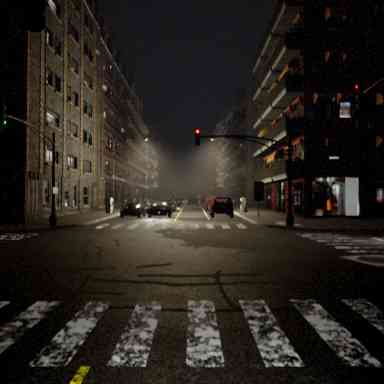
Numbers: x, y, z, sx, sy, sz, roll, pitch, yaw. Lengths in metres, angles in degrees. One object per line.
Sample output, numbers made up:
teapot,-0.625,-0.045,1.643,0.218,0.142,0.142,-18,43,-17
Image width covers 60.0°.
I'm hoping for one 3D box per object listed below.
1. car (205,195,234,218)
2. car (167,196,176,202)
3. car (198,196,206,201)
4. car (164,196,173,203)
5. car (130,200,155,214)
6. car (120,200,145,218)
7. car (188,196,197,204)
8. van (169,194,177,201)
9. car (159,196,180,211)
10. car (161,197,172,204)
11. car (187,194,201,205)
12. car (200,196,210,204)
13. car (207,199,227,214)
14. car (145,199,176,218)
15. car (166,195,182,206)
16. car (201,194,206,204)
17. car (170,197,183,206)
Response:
car,2.621,1.325,30.165,2.192,1.841,5.009,1,0,0
car,-5.203,1.760,85.752,2.008,1.369,4.403,1,0,0
car,2.684,1.809,91.338,1.947,1.339,4.313,1,0,0
car,-5.215,1.667,74.453,1.752,1.417,4.829,1,0,0
car,-5.257,1.579,35.689,1.947,1.339,4.313,1,0,0
car,-5.264,1.576,30.128,1.947,1.339,4.313,1,0,0
car,0.154,1.597,70.349,1.882,1.535,5.008,0,0,0
van,-5.193,1.584,91.317,1.690,1.788,3.998,1,0,0
car,-2.786,1.521,39.273,1.837,1.490,4.892,0,0,0
car,-5.222,1.663,69.061,2.008,1.369,4.403,1,0,0
car,0.175,1.547,59.909,1.882,1.535,5.008,0,0,0
car,2.660,1.553,69.087,1.967,1.590,4.097,1,0,0
car,2.624,1.538,35.894,1.752,1.417,4.829,1,0,0
car,-2.804,1.574,30.393,1.994,1.385,4.181,0,0,0
car,-2.721,1.598,49.207,1.994,1.385,4.181,0,0,1
car,2.632,1.333,41.289,2.192,1.841,5.009,1,0,0
car,-2.679,1.615,59.568,2.033,1.411,5.357,0,0,0
